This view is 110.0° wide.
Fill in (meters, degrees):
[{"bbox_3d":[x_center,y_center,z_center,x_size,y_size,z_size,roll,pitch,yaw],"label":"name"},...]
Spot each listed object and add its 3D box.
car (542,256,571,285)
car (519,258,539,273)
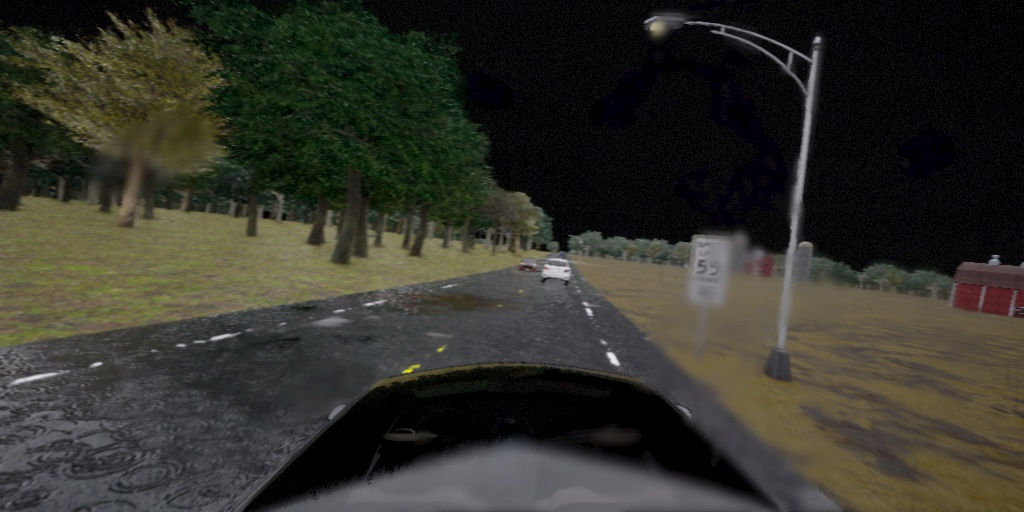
[{"bbox_3d":[3.933,1.284,31.504,2.150,2.045,5.566,7,1,8],"label":"car"},{"bbox_3d":[2.183,1.009,43.864,2.097,1.767,4.553,7,1,8],"label":"car"}]
